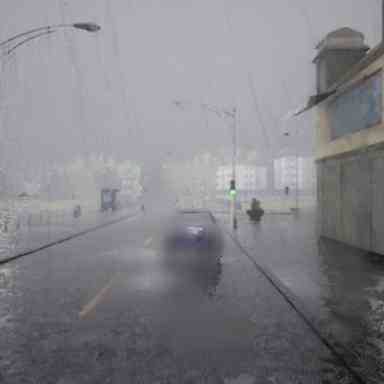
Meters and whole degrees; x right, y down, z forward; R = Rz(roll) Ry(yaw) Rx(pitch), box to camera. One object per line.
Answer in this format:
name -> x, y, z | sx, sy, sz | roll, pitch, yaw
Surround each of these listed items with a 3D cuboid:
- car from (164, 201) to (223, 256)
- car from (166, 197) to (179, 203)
car -> 0.062, 1.421, 13.501 | 2.097, 1.767, 4.553 | 0, 0, 0
car -> -4.020, 1.831, 64.388 | 1.837, 1.490, 4.892 | 0, 0, 1
